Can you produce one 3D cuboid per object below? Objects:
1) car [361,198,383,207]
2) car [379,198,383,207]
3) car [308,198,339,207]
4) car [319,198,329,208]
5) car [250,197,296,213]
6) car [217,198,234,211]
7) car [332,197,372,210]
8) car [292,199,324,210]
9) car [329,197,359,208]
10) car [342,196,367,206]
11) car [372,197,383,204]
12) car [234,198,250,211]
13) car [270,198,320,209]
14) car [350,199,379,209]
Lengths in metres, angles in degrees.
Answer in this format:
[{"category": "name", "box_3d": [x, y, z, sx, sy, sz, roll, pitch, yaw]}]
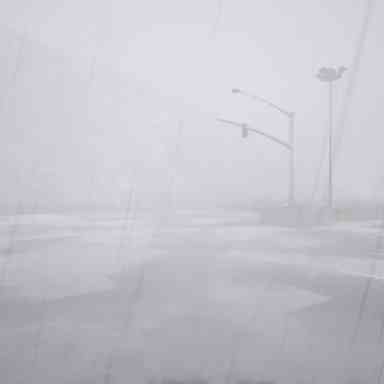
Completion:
[{"category": "car", "box_3d": [30.293, 1.670, 55.692, 4.181, 1.385, 1.994, 0, 0, -38]}, {"category": "car", "box_3d": [31.796, 1.651, 52.457, 5.357, 1.411, 2.033, 0, 0, -36]}, {"category": "car", "box_3d": [21.212, 1.640, 53.425, 5.357, 1.411, 2.033, 0, 0, -36]}, {"category": "car", "box_3d": [17.320, 1.674, 42.141, 4.718, 1.301, 1.895, 0, 0, -35]}, {"category": "car", "box_3d": [9.216, 1.603, 36.383, 5.357, 1.411, 2.033, 0, 0, -36]}, {"category": "car", "box_3d": [5.405, 1.551, 42.253, 4.902, 1.511, 2.128, 0, 0, -35]}, {"category": "car", "box_3d": [18.447, 1.574, 38.655, 4.892, 1.490, 1.837, 0, 0, -35]}, {"category": "car", "box_3d": [15.807, 1.639, 45.333, 4.181, 1.385, 1.994, 0, 0, -34]}, {"category": "car", "box_3d": [23.090, 1.596, 50.467, 4.892, 1.490, 1.837, 0, 0, -35]}, {"category": "car", "box_3d": [28.906, 1.587, 59.092, 5.008, 1.535, 1.882, 0, 0, -38]}, {"category": "car", "box_3d": [25.909, 1.437, 43.933, 4.553, 1.767, 2.097, 0, 0, -35]}, {"category": "car", "box_3d": [7.672, 1.410, 39.571, 4.553, 1.767, 2.097, 0, 0, -35]}, {"category": "car", "box_3d": [10.173, 1.577, 32.761, 4.674, 1.442, 1.812, 0, 0, -35]}, {"category": "car", "box_3d": [24.519, 1.652, 47.216, 4.181, 1.385, 1.994, 0, 0, -35]}]
